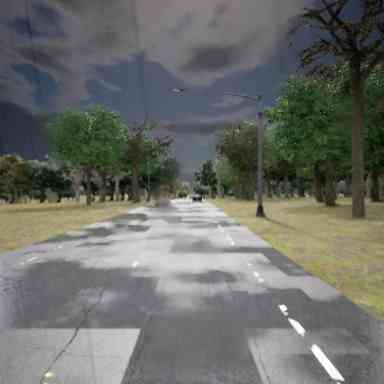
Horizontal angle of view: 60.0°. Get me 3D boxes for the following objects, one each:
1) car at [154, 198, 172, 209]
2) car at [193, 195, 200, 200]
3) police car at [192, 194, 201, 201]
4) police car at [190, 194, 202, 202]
[{"bbox_3d":[-3.581,1.418,41.126,1.895,1.301,4.718,0,0,0],"label":"car"},{"bbox_3d":[1.066,1.394,85.086,1.812,1.442,4.674,0,0,0],"label":"car"},{"bbox_3d":[1.065,1.257,79.196,1.930,1.638,5.238,0,0,0],"label":"police car"},{"bbox_3d":[1.063,1.213,69.194,1.930,1.638,5.238,0,0,0],"label":"police car"}]
